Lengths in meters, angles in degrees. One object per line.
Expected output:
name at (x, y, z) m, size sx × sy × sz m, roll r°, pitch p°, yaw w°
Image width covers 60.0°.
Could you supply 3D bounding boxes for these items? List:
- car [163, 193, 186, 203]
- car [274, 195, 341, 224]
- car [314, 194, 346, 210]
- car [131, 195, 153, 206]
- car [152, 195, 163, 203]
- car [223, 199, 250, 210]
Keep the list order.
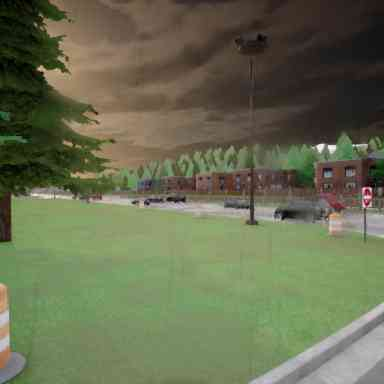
car at (-3.271, 1.221, 67.112) m, size 2.150 × 2.045 × 5.566 m, roll 0°, pitch 0°, yaw -30°
car at (8.392, 1.351, 25.194) m, size 2.097 × 1.767 × 4.553 m, roll 0°, pitch 0°, yaw -30°
car at (14.030, 1.221, 36.547) m, size 2.150 × 2.045 × 5.566 m, roll 0°, pitch 0°, yaw -30°
car at (-8.659, 1.601, 55.313) m, size 1.895 × 1.301 × 4.718 m, roll 0°, pitch 0°, yaw -30°
car at (-7.518, 1.352, 67.508) m, size 2.097 × 1.767 × 4.553 m, roll 0°, pitch 0°, yaw -30°
car at (5.838, 1.564, 43.915) m, size 1.994 × 1.385 × 4.181 m, roll 0°, pitch 0°, yaw -30°
